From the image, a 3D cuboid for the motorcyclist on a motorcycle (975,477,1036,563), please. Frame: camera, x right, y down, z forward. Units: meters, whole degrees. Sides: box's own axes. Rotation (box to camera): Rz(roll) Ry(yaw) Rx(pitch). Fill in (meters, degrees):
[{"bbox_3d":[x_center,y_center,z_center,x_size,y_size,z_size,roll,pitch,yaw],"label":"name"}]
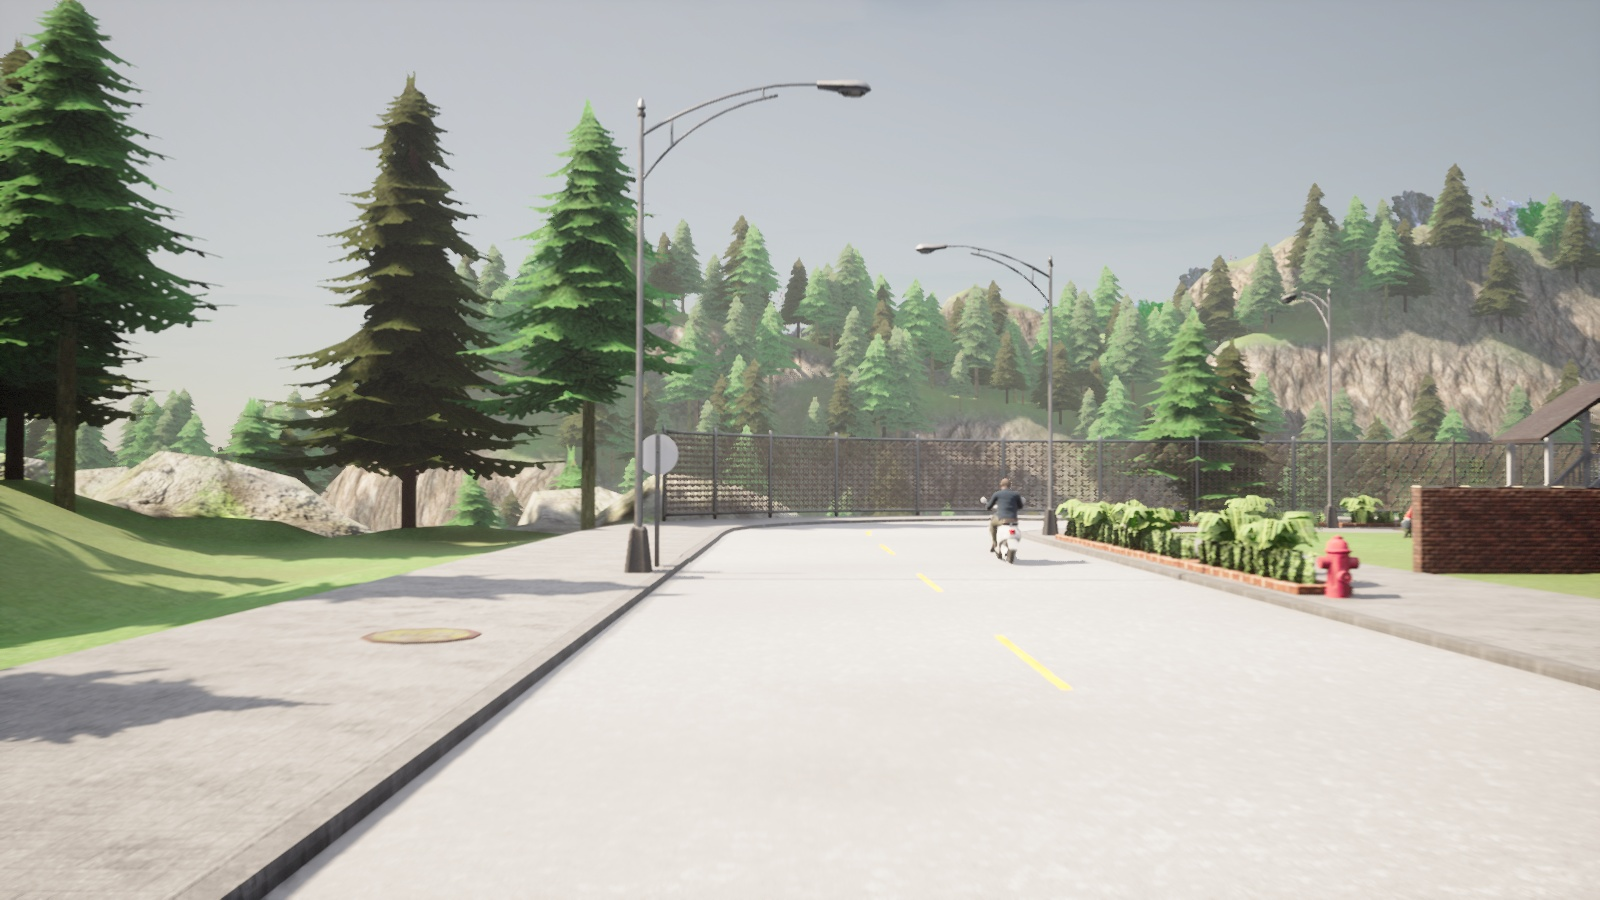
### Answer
[{"bbox_3d":[3.937,1.318,24.231,0.866,1.590,1.817,0,-1,0],"label":"motorcyclist on a motorcycle"}]
